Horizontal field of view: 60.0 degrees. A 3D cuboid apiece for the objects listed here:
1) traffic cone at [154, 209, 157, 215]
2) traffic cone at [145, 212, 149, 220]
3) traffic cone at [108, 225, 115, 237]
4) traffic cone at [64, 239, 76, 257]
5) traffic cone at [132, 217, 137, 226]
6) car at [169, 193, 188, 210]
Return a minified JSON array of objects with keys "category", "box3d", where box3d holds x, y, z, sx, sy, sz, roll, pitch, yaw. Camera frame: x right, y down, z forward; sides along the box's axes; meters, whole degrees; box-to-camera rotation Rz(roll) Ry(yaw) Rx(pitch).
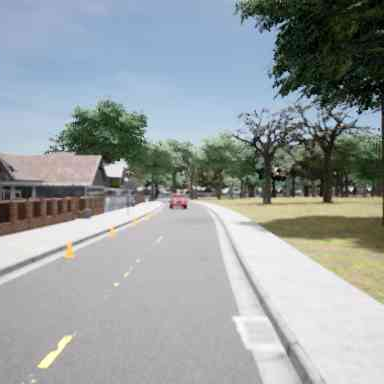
[{"category":"traffic cone","box3d":[-3.460,1.890,31.273,0.340,0.580,0.340,0,0,0]},{"category":"traffic cone","box3d":[-3.539,1.889,26.311,0.340,0.580,0.340,0,0,1]},{"category":"traffic cone","box3d":[-3.932,1.899,16.396,0.340,0.580,0.340,0,0,3]},{"category":"traffic cone","box3d":[-4.178,1.912,11.366,0.340,0.580,0.340,0,0,2]},{"category":"traffic cone","box3d":[-3.696,1.892,21.352,0.340,0.580,0.340,0,0,2]},{"category":"car","box3d":[-1.761,1.182,43.384,2.150,2.045,5.566,0,0,-4]}]
